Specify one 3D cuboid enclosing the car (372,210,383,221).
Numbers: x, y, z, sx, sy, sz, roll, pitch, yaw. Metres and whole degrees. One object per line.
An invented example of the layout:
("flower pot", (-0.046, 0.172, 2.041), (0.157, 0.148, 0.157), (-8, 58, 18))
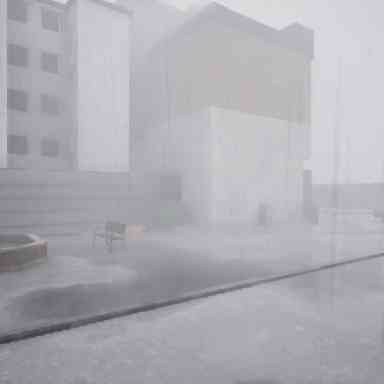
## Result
("car", (15.936, 1.601, 24.180), (1.895, 1.301, 4.718), (0, 0, -35))
